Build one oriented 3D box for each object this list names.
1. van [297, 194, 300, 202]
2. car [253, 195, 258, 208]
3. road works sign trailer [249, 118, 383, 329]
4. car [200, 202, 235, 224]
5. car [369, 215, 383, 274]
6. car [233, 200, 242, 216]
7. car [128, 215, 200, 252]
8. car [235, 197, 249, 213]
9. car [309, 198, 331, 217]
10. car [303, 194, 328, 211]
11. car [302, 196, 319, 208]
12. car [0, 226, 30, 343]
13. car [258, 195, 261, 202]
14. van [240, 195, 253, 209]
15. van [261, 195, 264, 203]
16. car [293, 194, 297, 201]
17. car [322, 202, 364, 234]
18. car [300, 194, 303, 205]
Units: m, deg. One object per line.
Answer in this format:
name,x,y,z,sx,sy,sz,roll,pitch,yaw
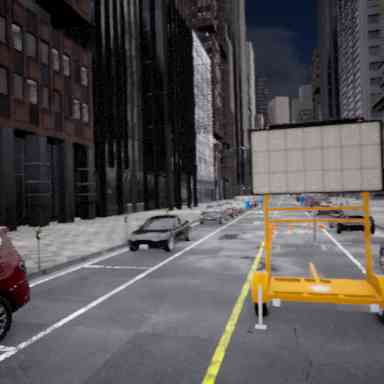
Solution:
van,18.970,1.147,55.698,1.690,1.788,3.998,-2,0,16
car,7.755,1.531,47.162,1.967,1.590,4.097,-2,0,16
road works sign trailer,2.413,0.433,6.579,2.380,3.560,2.880,-2,0,16
car,1.746,1.672,25.544,2.008,1.369,4.403,-2,0,16
car,5.447,1.318,7.061,1.967,1.590,4.097,-2,0,16
car,3.250,1.695,30.948,1.802,1.307,4.206,-2,0,16
car,-1.259,1.705,14.735,1.947,1.339,4.313,-2,0,16
car,4.706,1.631,36.189,1.752,1.417,4.829,-2,0,16
car,11.462,1.424,28.677,1.802,1.307,4.206,-2,0,16
car,12.957,1.149,34.082,2.192,1.841,5.009,-2,0,16
car,16.015,1.345,45.053,1.752,1.417,4.829,-2,0,16
car,-4.273,1.475,3.928,2.192,1.841,5.009,-2,0,16
car,9.254,1.400,52.567,2.192,1.841,5.009,-2,0,16
van,6.249,1.440,41.758,1.690,1.788,3.998,-2,0,16
van,13.764,1.406,68.780,1.690,1.788,3.998,-2,0,16
car,21.975,1.108,66.507,2.192,1.841,5.009,-2,0,16
car,8.456,1.424,17.868,1.947,1.339,4.313,-2,0,16
car,14.460,1.142,39.487,2.192,1.841,5.009,-2,0,16
